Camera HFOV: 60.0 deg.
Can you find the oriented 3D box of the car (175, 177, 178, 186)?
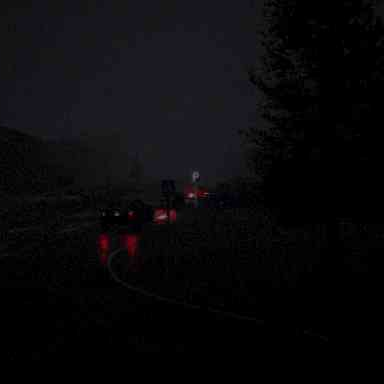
[{"bbox_3d":[-6.295,-2.028,76.024,4.674,1.452,2.002,-2,3,-11],"label":"car"}]

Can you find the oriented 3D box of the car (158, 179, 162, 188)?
[{"bbox_3d":[-8.609,-1.165,61.554,5.008,1.535,2.097,-2,3,-11],"label":"car"}]

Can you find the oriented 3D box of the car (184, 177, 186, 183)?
[{"bbox_3d":[-4.885,-2.559,84.689,5.008,1.535,2.097,-2,3,-11],"label":"car"}]

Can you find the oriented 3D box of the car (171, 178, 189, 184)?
[{"bbox_3d":[-3.438,-3.000,93.358,4.892,1.521,2.231,-2,3,-10],"label":"car"}]

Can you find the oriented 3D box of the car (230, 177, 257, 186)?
[{"bbox_3d":[11.743,-2.497,75.784,5.566,2.045,2.435,-1,3,-11],"label":"car"}]

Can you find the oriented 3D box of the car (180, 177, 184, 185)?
[{"bbox_3d":[-5.345,-2.403,81.798,5.008,1.535,2.097,-2,3,-11],"label":"car"}]

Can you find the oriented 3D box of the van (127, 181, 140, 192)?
[{"bbox_3d":[-10.528,-0.657,49.933,4.442,1.987,1.878,-2,4,-11],"label":"van"}]

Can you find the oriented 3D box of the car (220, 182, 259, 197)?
[{"bbox_3d":[6.124,-0.325,43.281,4.553,1.767,2.185,-1,3,-9],"label":"car"}]

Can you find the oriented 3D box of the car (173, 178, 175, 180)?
[{"bbox_3d":[-6.731,-2.017,73.119,4.553,1.767,2.185,-2,4,-11],"label":"car"}]

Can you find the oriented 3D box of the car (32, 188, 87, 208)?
[{"bbox_3d":[-13.063,0.702,32.513,4.674,1.452,2.002,-2,3,-11],"label":"car"}]

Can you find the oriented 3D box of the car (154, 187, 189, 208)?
[{"bbox_3d":[-1.984,0.612,31.522,2.128,1.511,4.902,0,4,10],"label":"car"}]

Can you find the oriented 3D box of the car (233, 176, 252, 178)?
[{"bbox_3d":[8.848,-1.390,58.053,5.566,2.045,2.435,-1,3,-10],"label":"car"}]

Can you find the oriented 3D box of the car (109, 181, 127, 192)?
[{"bbox_3d":[-11.270,-0.197,44.150,4.553,1.767,2.185,-2,4,-11],"label":"car"}]

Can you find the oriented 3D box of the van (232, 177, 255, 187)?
[{"bbox_3d":[10.876,-2.114,69.900,4.442,1.987,1.878,-1,3,-11],"label":"van"}]

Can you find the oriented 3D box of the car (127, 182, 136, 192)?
[{"bbox_3d":[-10.860,-0.254,47.068,5.008,1.535,2.097,-2,3,-11],"label":"car"}]

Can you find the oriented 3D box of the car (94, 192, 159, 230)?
[{"bbox_3d":[-3.804,1.152,20.283,2.097,1.767,4.553,0,3,9],"label":"car"}]

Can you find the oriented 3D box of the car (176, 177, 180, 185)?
[{"bbox_3d":[-5.796,-2.363,78.899,4.553,1.767,2.185,-2,4,-11],"label":"car"}]

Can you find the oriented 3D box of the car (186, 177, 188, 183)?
[{"bbox_3d":[-4.584,-2.711,87.548,5.366,1.575,1.946,-2,3,-11],"label":"car"}]

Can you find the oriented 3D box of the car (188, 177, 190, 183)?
[{"bbox_3d":[-3.959,-3.108,90.449,5.566,2.045,2.435,-2,3,-10],"label":"car"}]

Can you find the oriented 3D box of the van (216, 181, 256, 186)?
[{"bbox_3d":[4.622,0.136,34.469,4.442,1.987,1.878,-1,3,-9],"label":"van"}]

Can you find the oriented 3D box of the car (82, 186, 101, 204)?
[{"bbox_3d":[-12.595,0.507,35.432,4.792,1.488,2.163,-2,3,-11],"label":"car"}]

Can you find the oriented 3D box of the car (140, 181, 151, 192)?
[{"bbox_3d":[-9.776,-0.628,52.902,5.366,1.575,1.946,-2,3,-11],"label":"car"}]

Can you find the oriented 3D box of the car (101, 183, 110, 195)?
[{"bbox_3d":[-12.156,0.169,38.328,4.553,1.767,2.185,-2,4,-11],"label":"car"}]

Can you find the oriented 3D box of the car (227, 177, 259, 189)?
[{"bbox_3d":[9.840,-1.766,63.977,5.566,2.045,2.435,-1,3,-11],"label":"car"}]

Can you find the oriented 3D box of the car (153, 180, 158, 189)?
[{"bbox_3d":[-9.026,-0.954,58.664,4.792,1.488,2.163,-2,3,-11],"label":"car"}]

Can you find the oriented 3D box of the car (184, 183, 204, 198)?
[{"bbox_3d":[1.263,0.017,41.145,4.674,1.442,1.812,0,4,15],"label":"car"}]

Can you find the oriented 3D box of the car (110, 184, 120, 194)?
[{"bbox_3d":[-11.769,0.143,41.238,4.792,1.488,2.163,-2,4,-11],"label":"car"}]

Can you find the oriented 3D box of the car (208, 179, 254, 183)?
[{"bbox_3d":[5.029,-0.075,37.378,5.566,2.045,2.435,0,4,-9],"label":"car"}]

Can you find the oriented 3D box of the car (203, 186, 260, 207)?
[{"bbox_3d":[3.954,0.550,31.521,5.008,1.535,2.097,-1,3,-9],"label":"car"}]

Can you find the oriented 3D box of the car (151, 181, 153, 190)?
[{"bbox_3d":[-9.517,-0.800,55.763,5.008,1.535,2.097,-2,3,-11],"label":"car"}]
